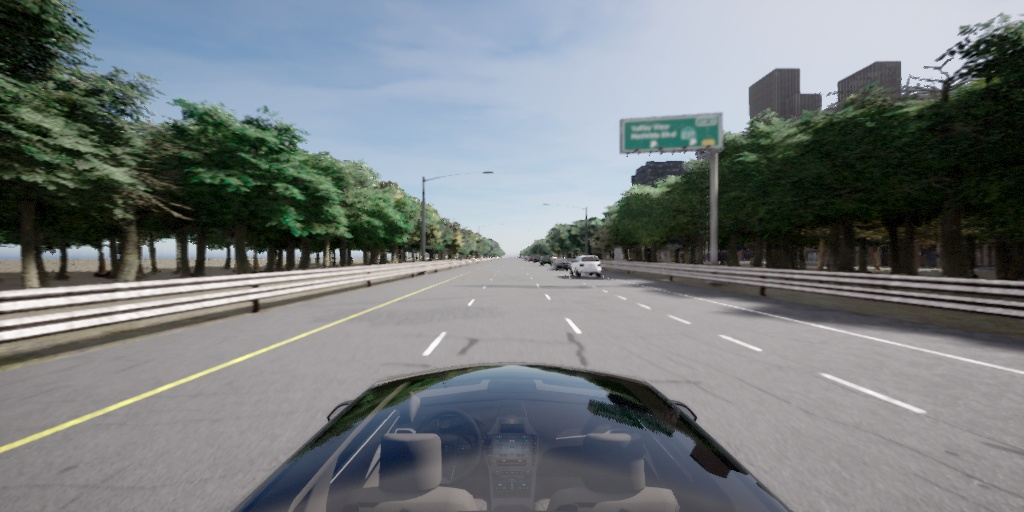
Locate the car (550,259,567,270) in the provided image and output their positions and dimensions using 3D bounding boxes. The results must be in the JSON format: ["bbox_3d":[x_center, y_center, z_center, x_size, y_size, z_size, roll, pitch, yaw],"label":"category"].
[{"bbox_3d":[7.024,1.263,51.508,1.837,1.490,4.892,0,0,0],"label":"car"}]

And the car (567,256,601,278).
[{"bbox_3d":[7.017,0.978,34.570,2.150,2.045,5.566,0,0,0],"label":"car"}]
